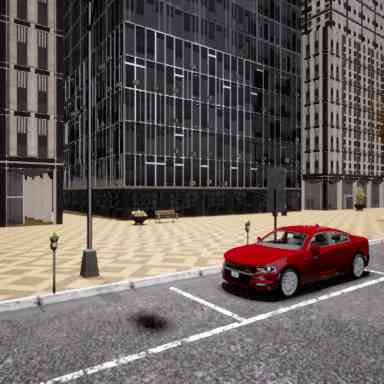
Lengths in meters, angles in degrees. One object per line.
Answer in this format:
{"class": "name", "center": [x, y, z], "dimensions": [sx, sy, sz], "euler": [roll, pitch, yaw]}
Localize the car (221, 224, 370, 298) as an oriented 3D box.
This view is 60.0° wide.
{"class": "car", "center": [2.763, 1.544, 8.512], "dimensions": [4.507, 1.381, 1.887], "euler": [0, 0, -35]}
